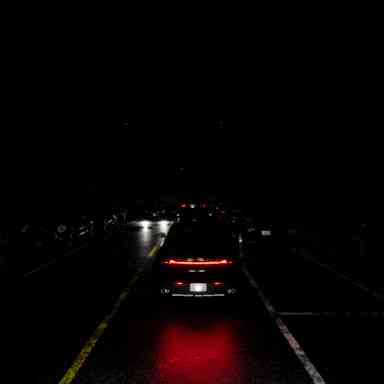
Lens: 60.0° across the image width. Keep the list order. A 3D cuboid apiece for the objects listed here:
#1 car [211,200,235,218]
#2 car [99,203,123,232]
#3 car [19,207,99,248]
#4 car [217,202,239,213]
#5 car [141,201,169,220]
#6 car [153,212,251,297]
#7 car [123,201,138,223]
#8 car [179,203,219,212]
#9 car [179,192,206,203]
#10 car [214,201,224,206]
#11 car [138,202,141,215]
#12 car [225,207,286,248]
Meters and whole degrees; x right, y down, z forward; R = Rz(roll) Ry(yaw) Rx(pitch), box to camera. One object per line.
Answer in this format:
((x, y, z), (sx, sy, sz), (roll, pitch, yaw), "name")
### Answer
((2.806, 1.543, 31.013), (1.887, 1.381, 4.507), (-1, 0, 0), "car")
((-5.739, 1.564, 20.018), (1.947, 1.339, 4.313), (-1, 0, 0), "car")
((-5.750, 1.438, 14.512), (1.967, 1.590, 4.097), (-1, 0, 0), "car")
((2.786, 1.543, 20.002), (1.887, 1.381, 4.507), (-1, 0, 0), "car")
((-2.951, 1.535, 28.612), (1.812, 1.442, 4.674), (0, 0, 0), "car")
((0.117, 1.503, 8.528), (1.837, 1.490, 4.892), (0, 0, 0), "car")
((-5.729, 1.549, 25.523), (2.008, 1.369, 4.403), (-1, 0, 0), "car")
((0.126, 1.545, 18.266), (2.033, 1.411, 5.357), (0, 0, 0), "car")
((0.050, 1.220, 28.511), (2.150, 2.045, 5.566), (0, 0, 0), "car")
((2.796, 1.543, 25.508), (1.887, 1.381, 4.507), (-1, 0, 0), "car")
((-5.719, 1.544, 31.029), (1.887, 1.381, 4.507), (-1, 0, 0), "car")
((2.776, 1.564, 14.497), (1.947, 1.339, 4.313), (-1, 0, 0), "car")
